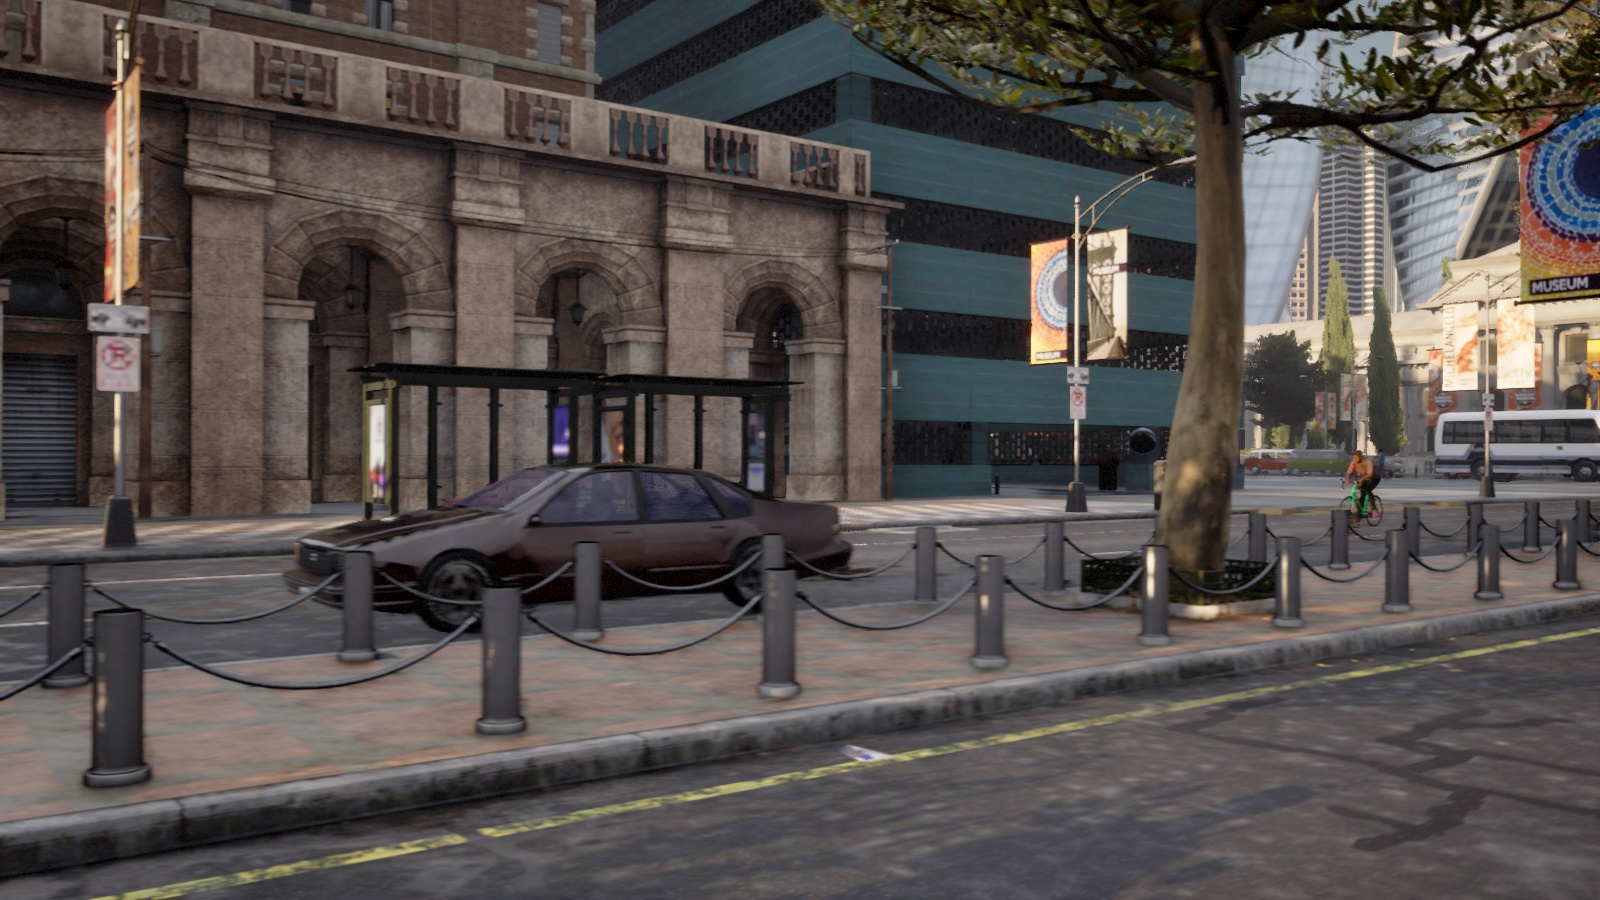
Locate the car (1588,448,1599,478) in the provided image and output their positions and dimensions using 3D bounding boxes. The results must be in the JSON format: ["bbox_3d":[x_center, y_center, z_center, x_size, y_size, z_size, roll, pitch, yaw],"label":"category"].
[{"bbox_3d":[50.791,0.790,76.211,1.932,1.855,4.605,0,-1,-35],"label":"car"}]

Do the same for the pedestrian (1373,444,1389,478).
[{"bbox_3d":[33.207,0.632,71.782,0.396,1.930,0.692,0,0,-38],"label":"pedestrian"}]

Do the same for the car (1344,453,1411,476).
[{"bbox_3d":[39.460,0.999,85.870,1.789,1.549,3.705,0,0,-36],"label":"car"}]

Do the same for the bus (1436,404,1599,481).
[{"bbox_3d":[43.656,-0.404,74.101,3.944,4.253,10.273,0,0,-36],"label":"bus"}]

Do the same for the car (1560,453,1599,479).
[{"bbox_3d":[47.985,0.949,74.122,1.882,1.535,5.008,0,0,-36],"label":"car"}]

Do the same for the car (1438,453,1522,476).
[{"bbox_3d":[45.323,0.955,83.731,2.007,1.525,4.514,0,0,-36],"label":"car"}]

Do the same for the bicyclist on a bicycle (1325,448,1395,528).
[{"bbox_3d":[11.732,0.782,26.288,1.656,1.620,0.582,0,0,-36],"label":"bicyclist on a bicycle"}]

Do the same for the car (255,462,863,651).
[{"bbox_3d":[-2.121,0.837,12.008,5.357,1.411,2.033,0,0,-36],"label":"car"}]
